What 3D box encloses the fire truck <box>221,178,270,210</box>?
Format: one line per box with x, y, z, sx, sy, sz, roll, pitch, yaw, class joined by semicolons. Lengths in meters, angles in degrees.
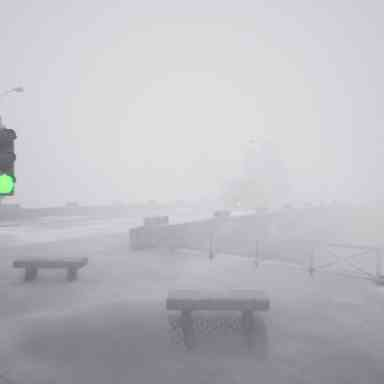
7.053;0.237;42.734;2.891;3.827;8.468;0;0;35;fire truck
